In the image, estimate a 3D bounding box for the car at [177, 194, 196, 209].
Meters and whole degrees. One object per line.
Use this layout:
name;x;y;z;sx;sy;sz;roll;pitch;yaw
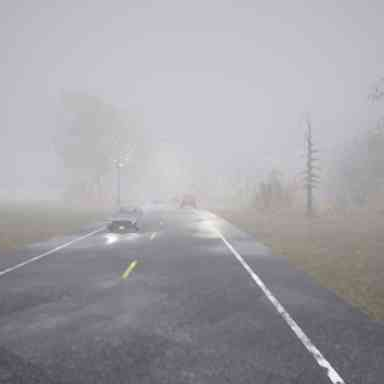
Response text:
car;-0.607;1.283;47.472;2.150;2.045;5.566;0;0;-4

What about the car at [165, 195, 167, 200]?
car;-5.941;1.429;86.120;2.033;1.411;5.357;0;0;-8

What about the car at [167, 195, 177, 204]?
car;-3.607;1.520;66.959;1.837;1.490;4.892;0;0;-6

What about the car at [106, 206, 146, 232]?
car;-3.987;1.592;21.014;2.033;1.411;5.357;0;0;-2

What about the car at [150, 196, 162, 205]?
car;-6.678;1.535;62.098;1.882;1.535;5.008;0;0;-5
